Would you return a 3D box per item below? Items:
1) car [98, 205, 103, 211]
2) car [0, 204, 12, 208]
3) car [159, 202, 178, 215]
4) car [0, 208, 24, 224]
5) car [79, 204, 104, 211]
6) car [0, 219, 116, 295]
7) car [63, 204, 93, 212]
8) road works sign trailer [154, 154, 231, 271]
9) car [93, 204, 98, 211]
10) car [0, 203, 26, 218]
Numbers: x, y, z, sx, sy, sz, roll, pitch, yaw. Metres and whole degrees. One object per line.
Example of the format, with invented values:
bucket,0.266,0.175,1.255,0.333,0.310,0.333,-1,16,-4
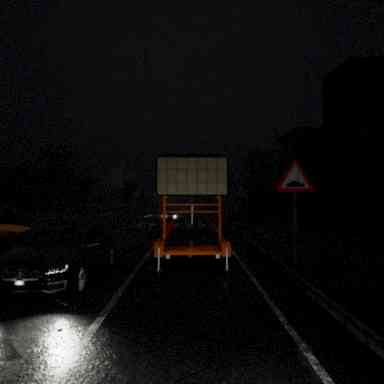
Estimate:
car,-21.919,3.278,69.404,5.008,1.535,2.097,0,-2,0
car,-21.953,2.188,35.367,4.674,1.452,2.002,0,-2,0
car,-3.334,2.572,50.959,2.097,1.767,4.553,0,-2,0
car,-9.394,1.586,14.012,5.366,1.575,1.946,0,-1,0
car,-21.903,3.423,72.550,4.674,1.452,2.002,0,-2,0
car,-3.365,1.548,8.908,1.837,1.490,4.892,0,-1,0
car,-21.926,3.100,62.857,4.674,1.452,2.002,0,-2,0
road works sign trailer,0.005,0.533,11.096,2.380,3.560,2.880,0,-1,-1
car,-21.915,3.170,66.133,4.892,1.521,2.231,0,-2,0
car,-22.018,2.126,38.540,4.553,1.767,2.185,0,-2,0
